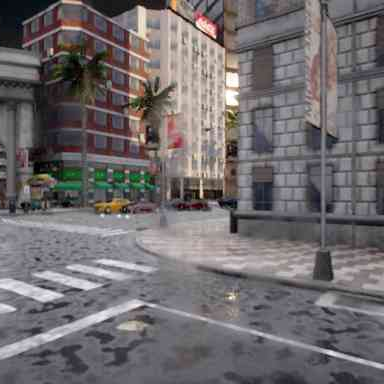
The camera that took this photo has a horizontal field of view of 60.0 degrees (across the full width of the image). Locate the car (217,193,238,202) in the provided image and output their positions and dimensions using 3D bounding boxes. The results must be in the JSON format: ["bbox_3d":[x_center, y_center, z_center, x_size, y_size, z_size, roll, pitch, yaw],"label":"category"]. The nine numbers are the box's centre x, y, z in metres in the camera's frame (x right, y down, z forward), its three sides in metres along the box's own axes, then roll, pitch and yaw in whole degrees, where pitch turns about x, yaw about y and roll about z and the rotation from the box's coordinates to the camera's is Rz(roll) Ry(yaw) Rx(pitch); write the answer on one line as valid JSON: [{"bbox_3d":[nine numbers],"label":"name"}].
[{"bbox_3d":[6.735,1.203,55.559,5.566,2.045,2.150,0,0,-41],"label":"car"}]

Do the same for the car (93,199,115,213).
[{"bbox_3d":[-8.608,1.459,36.790,1.882,1.535,5.008,0,0,36],"label":"car"}]

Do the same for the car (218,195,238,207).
[{"bbox_3d":[6.615,1.586,50.608,1.895,1.301,4.718,0,0,45],"label":"car"}]

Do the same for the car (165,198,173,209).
[{"bbox_3d":[-2.477,1.529,45.158,2.033,1.411,5.357,0,0,37],"label":"car"}]

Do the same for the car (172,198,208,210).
[{"bbox_3d":[0.061,1.585,42.653,1.895,1.301,4.718,0,0,37],"label":"car"}]

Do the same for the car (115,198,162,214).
[{"bbox_3d":[-5.585,1.548,34.991,1.994,1.385,4.181,0,0,36],"label":"car"}]
